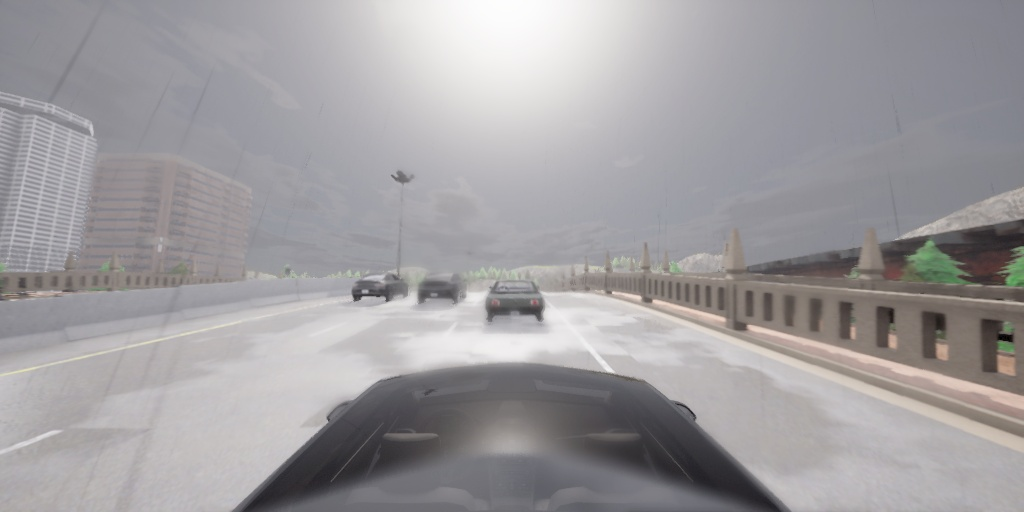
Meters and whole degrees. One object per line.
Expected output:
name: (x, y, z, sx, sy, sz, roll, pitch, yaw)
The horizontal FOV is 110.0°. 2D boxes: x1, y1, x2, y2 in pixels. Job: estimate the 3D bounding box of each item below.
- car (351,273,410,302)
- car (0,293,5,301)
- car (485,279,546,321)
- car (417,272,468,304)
car: (-6.900, 1.607, 19.153, 1.812, 1.442, 4.674, 0, -2, 0)
car: (-14.090, 1.319, 7.282, 1.837, 1.490, 4.892, 0, -1, 0)
car: (0.100, 1.499, 13.130, 1.895, 1.301, 4.718, 0, -1, 0)
car: (-3.400, 1.542, 18.092, 1.837, 1.490, 4.892, 0, -2, 0)
